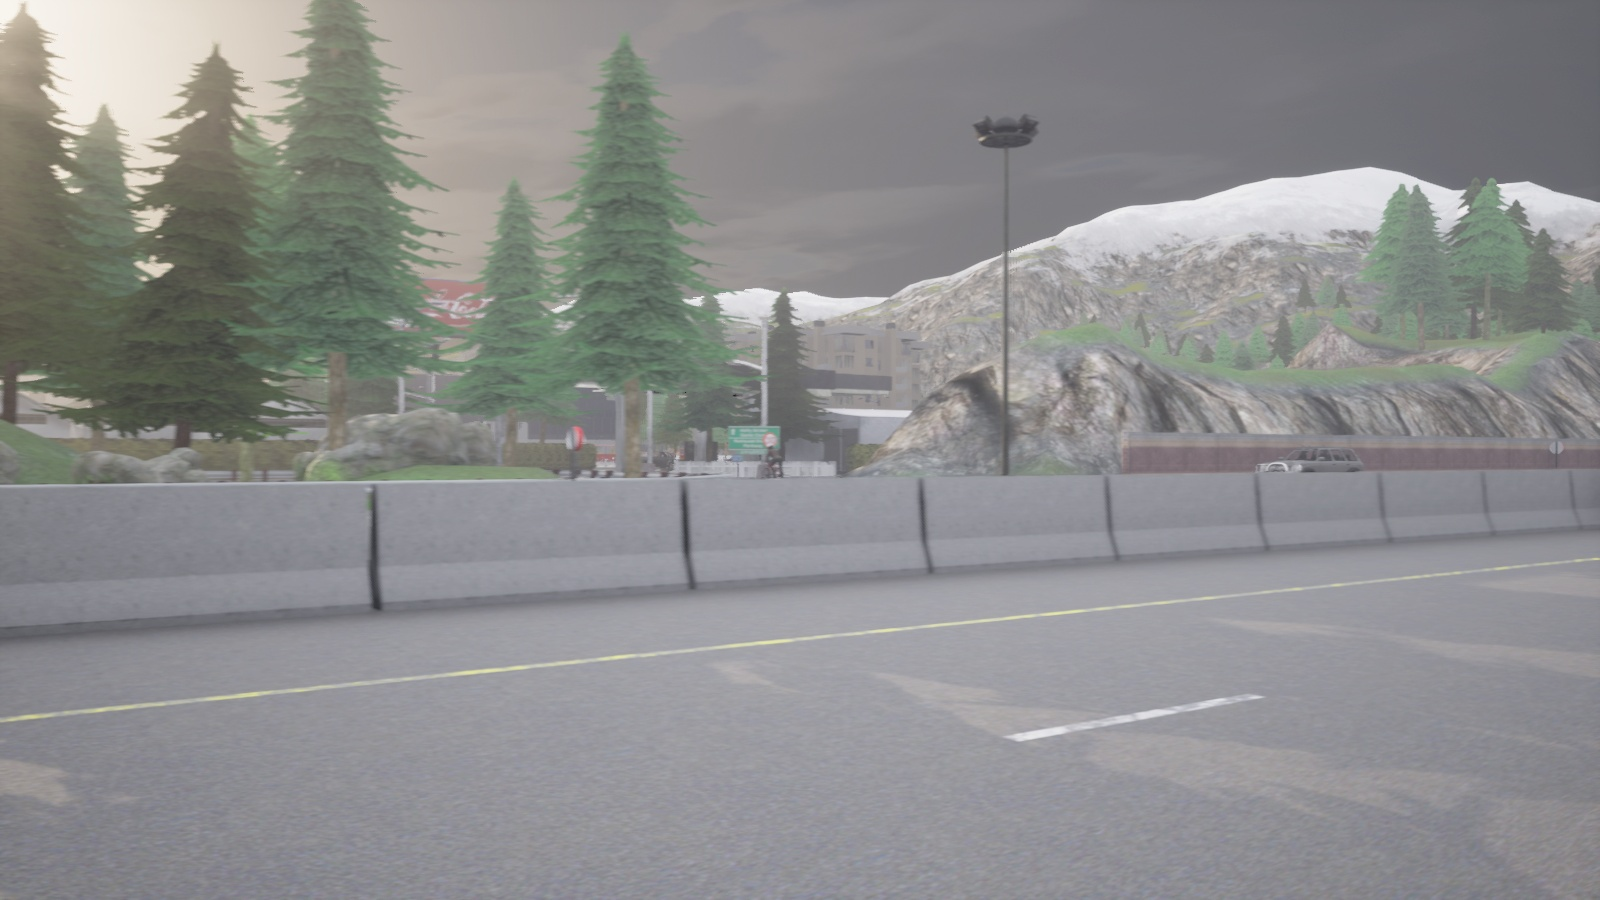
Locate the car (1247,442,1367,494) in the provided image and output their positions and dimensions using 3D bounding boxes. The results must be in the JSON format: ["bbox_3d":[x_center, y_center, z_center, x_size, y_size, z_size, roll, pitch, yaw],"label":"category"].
[{"bbox_3d":[18.856,0.639,46.633,4.605,1.855,1.932,0,0,-35],"label":"car"}]
